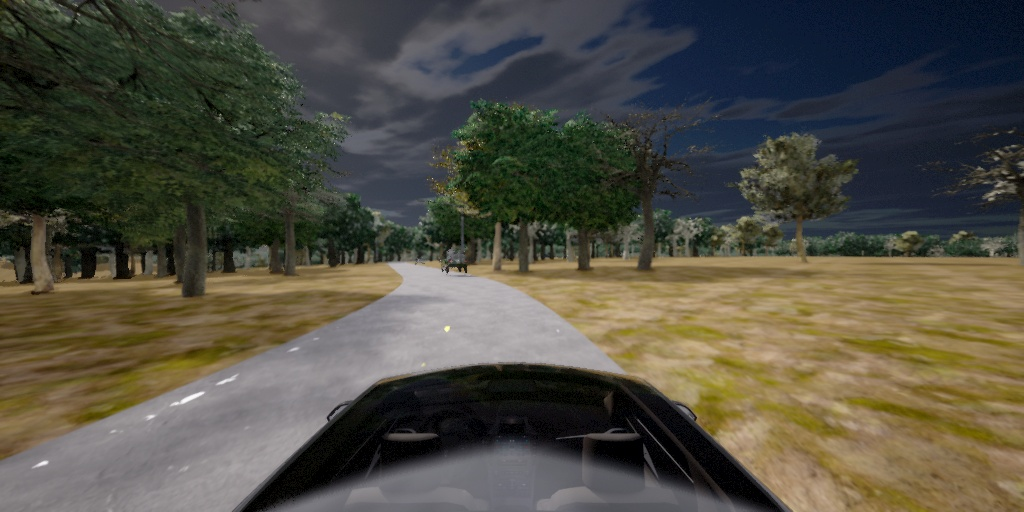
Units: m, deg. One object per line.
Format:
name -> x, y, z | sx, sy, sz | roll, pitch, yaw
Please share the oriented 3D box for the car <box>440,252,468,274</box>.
car -> -5.970, 0.621, 36.797 | 2.150, 2.045, 5.566 | 0, 0, -19
